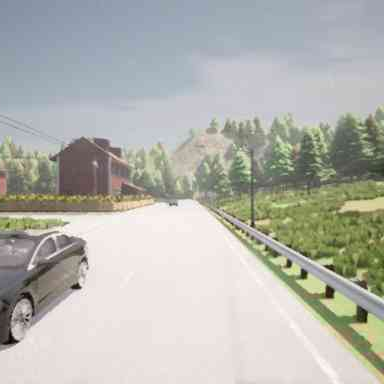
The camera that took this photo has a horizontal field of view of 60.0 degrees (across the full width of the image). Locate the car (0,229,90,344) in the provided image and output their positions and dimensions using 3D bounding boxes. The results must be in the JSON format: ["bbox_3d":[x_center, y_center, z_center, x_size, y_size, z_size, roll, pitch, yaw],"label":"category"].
[{"bbox_3d":[-3.501,1.555,6.574,2.128,1.511,4.902,0,0,0],"label":"car"}]

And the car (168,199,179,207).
[{"bbox_3d":[-3.535,2.149,64.547,2.033,1.411,5.357,0,-1,1],"label":"car"}]
